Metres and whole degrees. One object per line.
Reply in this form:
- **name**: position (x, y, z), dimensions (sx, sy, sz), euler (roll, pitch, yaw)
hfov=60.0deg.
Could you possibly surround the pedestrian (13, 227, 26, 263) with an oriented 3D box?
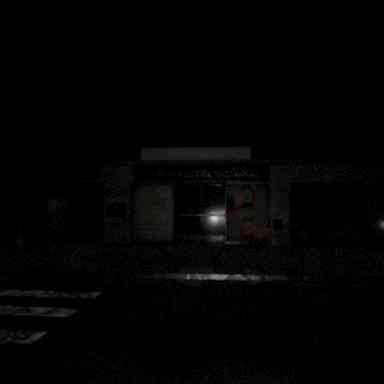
- **pedestrian**: position (-5.566, 1.721, 10.754), dimensions (0.500, 1.100, 0.500), euler (0, -1, 6)
